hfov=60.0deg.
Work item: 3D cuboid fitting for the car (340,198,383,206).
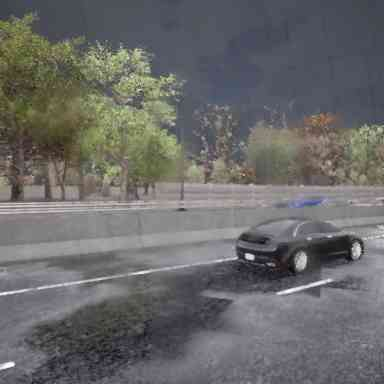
[{"bbox_3d":[17.562,1.474,33.722,4.553,1.767,2.097,0,0,-35],"label":"car"}]

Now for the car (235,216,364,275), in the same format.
[{"bbox_3d":[3.574,1.536,10.613,4.892,1.490,1.837,0,0,-35],"label":"car"}]

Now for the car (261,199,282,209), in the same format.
[{"bbox_3d":[10.638,1.608,41.477,4.902,1.511,2.128,0,0,-37],"label":"car"}]

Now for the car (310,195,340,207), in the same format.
[{"bbox_3d":[15.509,1.473,36.556,4.553,1.767,2.097,0,0,-35],"label":"car"}]

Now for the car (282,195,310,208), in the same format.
[{"bbox_3d":[13.733,1.344,39.589,5.566,2.045,2.150,0,0,-35],"label":"car"}]
